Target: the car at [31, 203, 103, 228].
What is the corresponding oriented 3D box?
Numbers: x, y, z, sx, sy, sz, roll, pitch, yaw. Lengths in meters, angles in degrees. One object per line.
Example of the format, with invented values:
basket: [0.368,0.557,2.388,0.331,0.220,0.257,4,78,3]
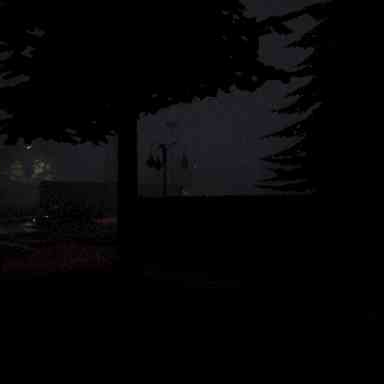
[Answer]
car: [-8.418,1.511,22.773,2.128,1.511,4.902,0,0,36]
